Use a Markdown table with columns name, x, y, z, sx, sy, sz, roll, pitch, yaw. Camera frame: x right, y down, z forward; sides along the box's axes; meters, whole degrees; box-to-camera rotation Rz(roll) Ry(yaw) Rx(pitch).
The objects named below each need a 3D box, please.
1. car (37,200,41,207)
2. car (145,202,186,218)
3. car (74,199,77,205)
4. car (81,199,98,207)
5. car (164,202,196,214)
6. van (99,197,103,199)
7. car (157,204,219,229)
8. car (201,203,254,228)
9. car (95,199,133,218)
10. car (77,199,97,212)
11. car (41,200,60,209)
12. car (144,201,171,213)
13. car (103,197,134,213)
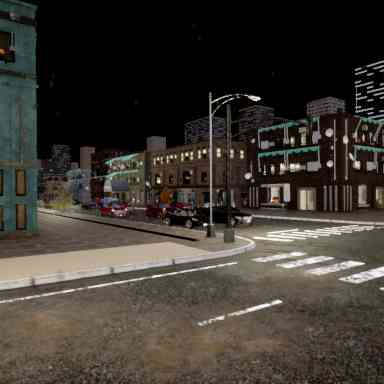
| name | x | y | z | sx | sy | sz | roll | pitch | yaw |
| --- | --- | --- | --- | --- | --- | --- | --- | --- | --- |
| car | -30.703 | 2.375 | 66.790 | 2.008 | 1.369 | 4.403 | -1 | 0 | -35 |
| car | -2.836 | 1.878 | 31.966 | 1.994 | 1.385 | 4.181 | -1 | 0 | -35 |
| car | -27.066 | 2.364 | 76.152 | 1.947 | 1.339 | 4.313 | -1 | 0 | -35 |
| car | -20.666 | 2.227 | 67.120 | 1.887 | 1.381 | 4.507 | -1 | 0 | -35 |
| car | -1.464 | 1.904 | 40.023 | 1.802 | 1.307 | 4.206 | -2 | 0 | -35 |
| van | -14.270 | 1.907 | 58.087 | 1.690 | 1.788 | 3.998 | -1 | 0 | -35 |
| car | -0.377 | 1.814 | 23.783 | 1.947 | 1.339 | 4.313 | -1 | 0 | -35 |
| car | 2.451 | 1.735 | 24.506 | 1.812 | 1.442 | 4.674 | -1 | 0 | -37 |
| car | -8.304 | 1.846 | 35.175 | 1.967 | 1.590 | 4.097 | -1 | 0 | -35 |
| car | -14.690 | 2.091 | 48.776 | 2.033 | 1.411 | 5.357 | -1 | 0 | -35 |
| car | -24.204 | 2.232 | 57.618 | 1.752 | 1.417 | 4.829 | -1 | 0 | -35 |
| car | -4.663 | 1.966 | 44.539 | 1.802 | 1.307 | 4.206 | -1 | 0 | -35 |
| car | -8.749 | 1.782 | 40.310 | 2.097 | 1.767 | 4.553 | -1 | 0 | -35 |
